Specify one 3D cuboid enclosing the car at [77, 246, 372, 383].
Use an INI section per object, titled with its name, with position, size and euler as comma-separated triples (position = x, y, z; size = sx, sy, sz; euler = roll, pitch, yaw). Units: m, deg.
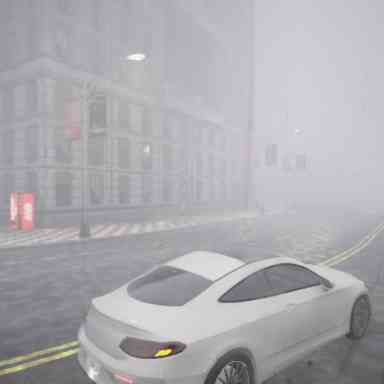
[car]
position = 0.799, 1.524, 4.729
size = 4.674, 1.442, 1.812
euler = 0, 0, -40
